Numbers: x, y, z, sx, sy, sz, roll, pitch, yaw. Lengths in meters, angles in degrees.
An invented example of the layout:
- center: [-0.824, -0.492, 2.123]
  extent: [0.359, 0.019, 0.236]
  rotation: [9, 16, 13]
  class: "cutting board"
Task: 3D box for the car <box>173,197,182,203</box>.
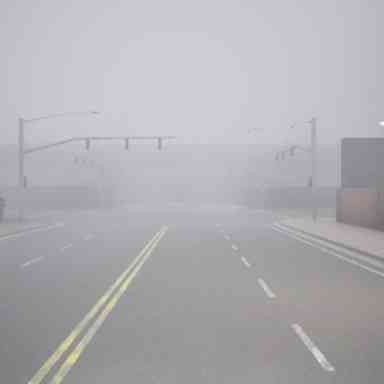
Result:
- center: [-3.481, 1.876, 79.844]
  extent: [1.895, 1.301, 4.718]
  rotation: [0, 0, 0]
  class: "car"
